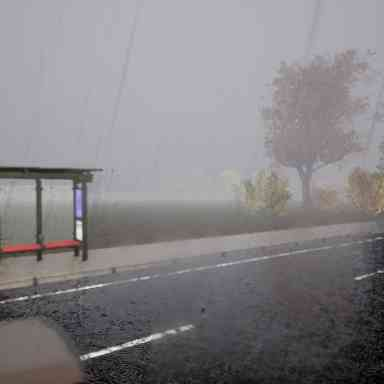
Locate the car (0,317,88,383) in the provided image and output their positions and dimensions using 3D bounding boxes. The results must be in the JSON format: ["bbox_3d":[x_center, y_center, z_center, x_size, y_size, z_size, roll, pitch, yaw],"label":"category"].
[{"bbox_3d":[-3.138,1.549,1.445,5.357,1.411,2.033,0,0,-36],"label":"car"}]
